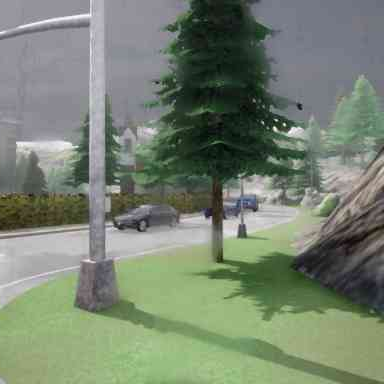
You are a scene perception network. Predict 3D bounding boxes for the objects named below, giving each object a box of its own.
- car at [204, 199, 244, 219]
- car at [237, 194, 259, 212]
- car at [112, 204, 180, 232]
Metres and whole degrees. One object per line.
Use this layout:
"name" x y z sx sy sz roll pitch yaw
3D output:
"car" 2.723 1.601 29.124 1.895 1.301 4.718 0 0 26
"car" 6.522 1.221 38.802 2.150 2.045 5.566 0 0 16
"car" -2.655 1.505 20.337 1.837 1.490 4.892 0 0 35
